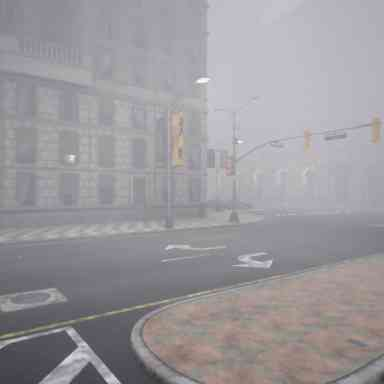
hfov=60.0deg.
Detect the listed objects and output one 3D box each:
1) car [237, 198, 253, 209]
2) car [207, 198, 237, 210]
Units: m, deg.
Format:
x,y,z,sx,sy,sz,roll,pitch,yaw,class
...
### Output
x,y,z,sx,sy,sz,roll,pitch,yaw,class
6.224,1.564,44.813,1.994,1.385,4.181,0,0,-36,car
3.282,1.564,42.907,1.994,1.385,4.181,0,0,-36,car
